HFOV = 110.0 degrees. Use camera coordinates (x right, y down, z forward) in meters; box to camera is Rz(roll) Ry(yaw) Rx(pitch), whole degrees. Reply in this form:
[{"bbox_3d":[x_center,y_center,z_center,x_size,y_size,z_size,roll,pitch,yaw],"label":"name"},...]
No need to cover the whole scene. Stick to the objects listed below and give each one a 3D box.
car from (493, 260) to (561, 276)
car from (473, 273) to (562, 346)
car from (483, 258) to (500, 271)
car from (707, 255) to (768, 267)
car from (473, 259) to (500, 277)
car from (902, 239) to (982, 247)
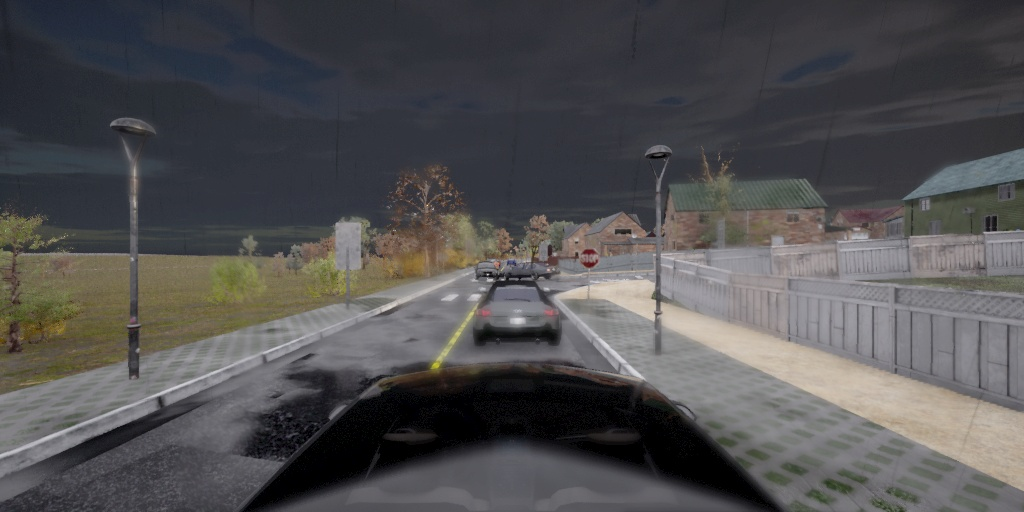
[{"bbox_3d":[1.297,1.198,28.430,5.357,1.411,2.033,-4,-3,43],"label":"car"},{"bbox_3d":[0.091,1.313,9.414,1.994,1.385,4.181,0,0,-1],"label":"car"},{"bbox_3d":[-2.920,1.121,51.154,2.097,1.767,4.553,0,0,1],"label":"car"},{"bbox_3d":[14.356,0.413,22.826,4.181,1.385,1.994,-3,0,16],"label":"car"},{"bbox_3d":[-2.294,1.258,31.336,1.837,1.490,4.892,0,0,-8],"label":"car"},{"bbox_3d":[23.860,-0.209,20.418,4.902,1.511,2.128,-3,0,14],"label":"car"}]
